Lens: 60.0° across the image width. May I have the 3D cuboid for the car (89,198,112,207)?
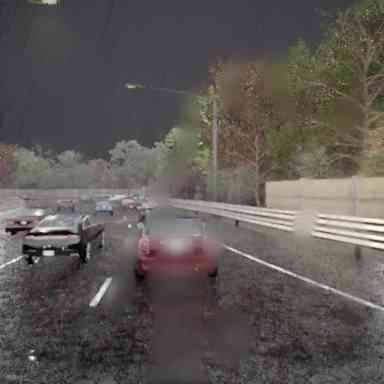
[{"bbox_3d":[-9.202,1.560,34.144,2.033,1.411,5.357,0,0,-19],"label":"car"}]

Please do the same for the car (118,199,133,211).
[{"bbox_3d":[-7.791,1.526,40.378,1.812,1.442,4.674,0,0,-21],"label":"car"}]

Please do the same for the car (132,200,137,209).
[{"bbox_3d":[-2.993,1.485,24.707,2.128,1.511,4.902,0,0,-14],"label":"car"}]

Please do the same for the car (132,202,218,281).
[{"bbox_3d":[-0.594,1.347,10.061,2.097,1.767,4.553,0,0,-6],"label":"car"}]

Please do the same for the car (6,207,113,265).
[{"bbox_3d":[-4.267,1.501,11.740,2.128,1.511,4.902,0,0,-6],"label":"car"}]

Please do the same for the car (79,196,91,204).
[{"bbox_3d":[-20.437,1.566,63.953,1.812,1.442,4.674,0,0,-35],"label":"car"}]

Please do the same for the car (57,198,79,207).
[{"bbox_3d":[-15.394,1.528,40.598,2.128,1.511,4.902,0,0,-22],"label":"car"}]

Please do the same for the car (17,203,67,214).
[{"bbox_3d":[-8.840,1.572,18.993,2.033,1.411,5.357,0,0,-11],"label":"car"}]
